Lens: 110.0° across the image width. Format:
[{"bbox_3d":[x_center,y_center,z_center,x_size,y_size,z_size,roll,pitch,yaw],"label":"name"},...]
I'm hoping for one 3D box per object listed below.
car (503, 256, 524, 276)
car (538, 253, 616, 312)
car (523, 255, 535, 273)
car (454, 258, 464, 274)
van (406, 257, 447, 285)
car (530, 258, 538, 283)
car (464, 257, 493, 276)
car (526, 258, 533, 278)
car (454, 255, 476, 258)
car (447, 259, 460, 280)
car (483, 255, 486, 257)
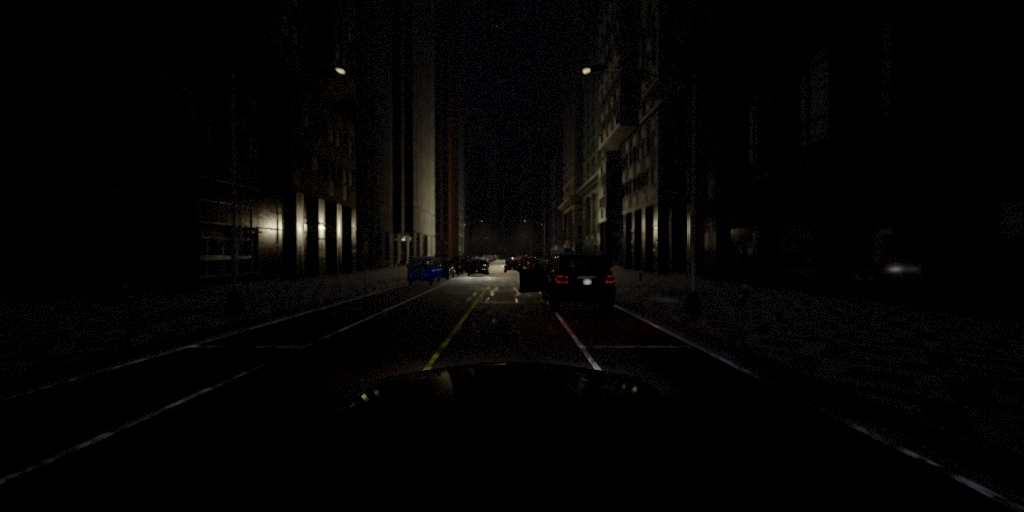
[{"bbox_3d":[0.071,1.072,40.300,1.812,1.442,4.674,0,0,0],"label":"car"},{"bbox_3d":[2.394,0.905,14.081,2.150,2.045,5.566,0,0,0],"label":"car"},{"bbox_3d":[2.760,0.953,46.558,1.967,1.591,4.097,0,0,0],"label":"car"},{"bbox_3d":[-5.765,1.138,35.275,1.948,1.339,4.313,0,0,0],"label":"car"},{"bbox_3d":[-5.764,0.972,24.002,1.690,1.789,3.998,0,0,0],"label":"van"},{"bbox_3d":[2.761,1.127,29.820,1.751,1.417,4.829,0,0,0],"label":"car"},{"bbox_3d":[-3.095,1.084,33.897,1.837,1.490,4.892,0,0,0],"label":"car"},{"bbox_3d":[2.760,1.123,35.287,2.007,1.370,4.403,0,0,0],"label":"car"},{"bbox_3d":[-5.765,0.857,40.911,2.192,1.841,5.009,0,0,0],"label":"car"},{"bbox_3d":[-5.764,1.167,29.638,1.948,1.339,4.313,0,0,0],"label":"car"},{"bbox_3d":[-5.766,0.893,57.822,1.967,1.591,4.097,0,0,0],"label":"car"}]
